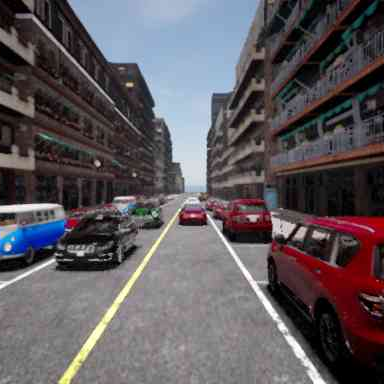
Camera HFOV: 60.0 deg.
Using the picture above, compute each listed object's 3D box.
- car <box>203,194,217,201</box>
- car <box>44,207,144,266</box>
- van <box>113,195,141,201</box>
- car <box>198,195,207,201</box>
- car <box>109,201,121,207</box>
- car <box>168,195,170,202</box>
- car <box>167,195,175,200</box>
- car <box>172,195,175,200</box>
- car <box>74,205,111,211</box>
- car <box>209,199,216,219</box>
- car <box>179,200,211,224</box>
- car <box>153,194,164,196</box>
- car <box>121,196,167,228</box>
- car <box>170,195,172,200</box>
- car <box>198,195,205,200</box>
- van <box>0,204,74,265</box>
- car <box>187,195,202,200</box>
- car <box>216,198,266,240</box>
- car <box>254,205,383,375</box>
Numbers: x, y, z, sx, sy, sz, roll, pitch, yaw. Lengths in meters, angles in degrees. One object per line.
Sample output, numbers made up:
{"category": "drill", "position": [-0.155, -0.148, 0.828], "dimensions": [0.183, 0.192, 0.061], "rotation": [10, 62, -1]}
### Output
{"category": "car", "position": [2.657, 1.392, 39.577], "dimensions": [1.967, 1.590, 4.097], "rotation": [-1, 0, 0]}
{"category": "car", "position": [-3.076, 1.490, 11.627], "dimensions": [1.837, 1.490, 4.892], "rotation": [0, 0, 0]}
{"category": "van", "position": [-5.701, 1.304, 28.276], "dimensions": [1.690, 1.788, 3.998], "rotation": [-1, 0, 0]}
{"category": "car", "position": [2.634, 1.476, 84.887], "dimensions": [1.947, 1.339, 4.313], "rotation": [-1, 0, 0]}
{"category": "car", "position": [-5.683, 1.552, 22.611], "dimensions": [1.802, 1.307, 4.206], "rotation": [-1, 0, 0]}
{"category": "car", "position": [-5.736, 1.368, 62.259], "dimensions": [1.967, 1.590, 4.097], "rotation": [-1, 0, 0]}
{"category": "car", "position": [-5.749, 1.429, 90.410], "dimensions": [1.752, 1.417, 4.829], "rotation": [-1, 0, 0]}
{"category": "car", "position": [-5.746, 1.434, 84.746], "dimensions": [1.752, 1.417, 4.829], "rotation": [-1, 0, 0]}
{"category": "car", "position": [-5.677, 1.559, 16.948], "dimensions": [1.802, 1.307, 4.206], "rotation": [-1, 0, 0]}
{"category": "car", "position": [2.664, 1.546, 28.250], "dimensions": [1.802, 1.307, 4.206], "rotation": [-1, 0, 0]}
{"category": "car", "position": [0.075, 1.533, 24.187], "dimensions": [1.994, 1.385, 4.181], "rotation": [0, 0, 0]}
{"category": "car", "position": [-5.728, 1.489, 50.932], "dimensions": [2.008, 1.369, 4.403], "rotation": [-1, 0, 0]}
{"category": "car", "position": [-3.012, 1.326, 21.852], "dimensions": [2.097, 1.767, 4.553], "rotation": [0, 0, 0]}
{"category": "car", "position": [-5.737, 1.488, 67.923], "dimensions": [1.947, 1.339, 4.313], "rotation": [-1, 0, 0]}
{"category": "car", "position": [2.632, 1.487, 90.552], "dimensions": [1.802, 1.307, 4.206], "rotation": [-1, 0, 0]}
{"category": "van", "position": [-5.676, 1.325, 11.284], "dimensions": [1.690, 1.788, 3.998], "rotation": [-1, 0, 0]}
{"category": "car", "position": [0.073, 1.472, 43.913], "dimensions": [1.812, 1.442, 4.674], "rotation": [0, 0, 0]}
{"category": "car", "position": [2.667, 1.293, 16.922], "dimensions": [2.192, 1.841, 5.009], "rotation": [-1, 0, 0]}
{"category": "car", "position": [2.673, 1.308, 5.593], "dimensions": [2.192, 1.841, 5.009], "rotation": [-1, 0, 0]}
